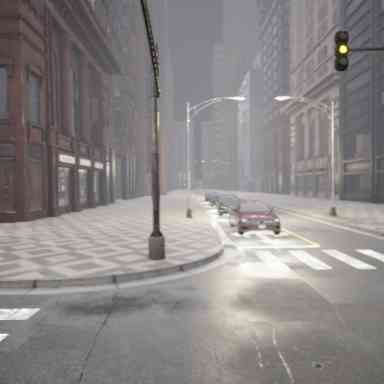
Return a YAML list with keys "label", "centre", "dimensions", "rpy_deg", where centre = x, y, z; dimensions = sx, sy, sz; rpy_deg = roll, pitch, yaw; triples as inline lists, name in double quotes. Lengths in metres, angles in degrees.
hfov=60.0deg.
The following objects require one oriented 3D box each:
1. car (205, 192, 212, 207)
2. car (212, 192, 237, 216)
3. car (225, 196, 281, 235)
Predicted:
- label: "car"
  centre: [2.790, 0.876, 35.309]
  dimensions: [1.895, 1.301, 4.718]
  rpy_deg: [-1, 1, -1]
- label: "car"
  centre: [2.826, 0.964, 25.480]
  dimensions: [1.837, 1.490, 4.892]
  rpy_deg: [-1, 1, 0]
- label: "car"
  centre: [2.913, 1.159, 16.308]
  dimensions: [1.812, 1.442, 4.674]
  rpy_deg: [-1, 1, -1]
